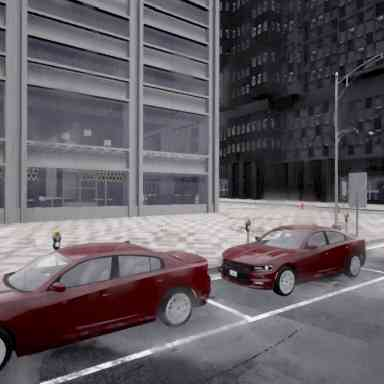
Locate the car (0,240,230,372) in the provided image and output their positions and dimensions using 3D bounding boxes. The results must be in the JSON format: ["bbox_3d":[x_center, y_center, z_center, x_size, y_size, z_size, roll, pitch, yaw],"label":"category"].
[{"bbox_3d":[-1.755,1.545,5.416,4.507,1.381,1.887,0,0,-36],"label":"car"}]

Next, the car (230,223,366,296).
[{"bbox_3d":[2.736,1.545,8.635,4.507,1.381,1.887,0,0,-36],"label":"car"}]
